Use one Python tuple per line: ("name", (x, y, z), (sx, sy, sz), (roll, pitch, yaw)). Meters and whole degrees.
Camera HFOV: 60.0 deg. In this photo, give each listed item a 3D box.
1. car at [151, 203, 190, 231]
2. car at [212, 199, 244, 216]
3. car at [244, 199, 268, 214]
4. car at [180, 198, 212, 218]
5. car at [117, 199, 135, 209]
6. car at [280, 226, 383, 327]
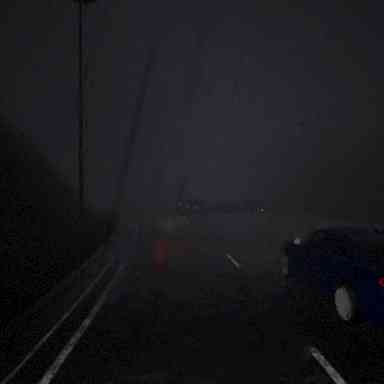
("car", (-1.591, 1.625, 20.864), (1.895, 1.301, 4.718), (0, 0, -10))
("car", (3.029, 1.477, 32.767), (1.882, 1.535, 5.008), (0, 0, -14))
("car", (6.185, 1.483, 34.557), (1.837, 1.490, 4.892), (0, 0, -15))
("car", (-0.077, 1.372, 30.656), (2.097, 1.767, 4.553), (-1, 0, -14))
("car", (-9.435, 1.660, 47.560), (1.994, 1.385, 4.181), (0, 0, -23))
("car", (3.412, 1.458, 7.081), (1.882, 1.535, 5.008), (0, 0, -3))
